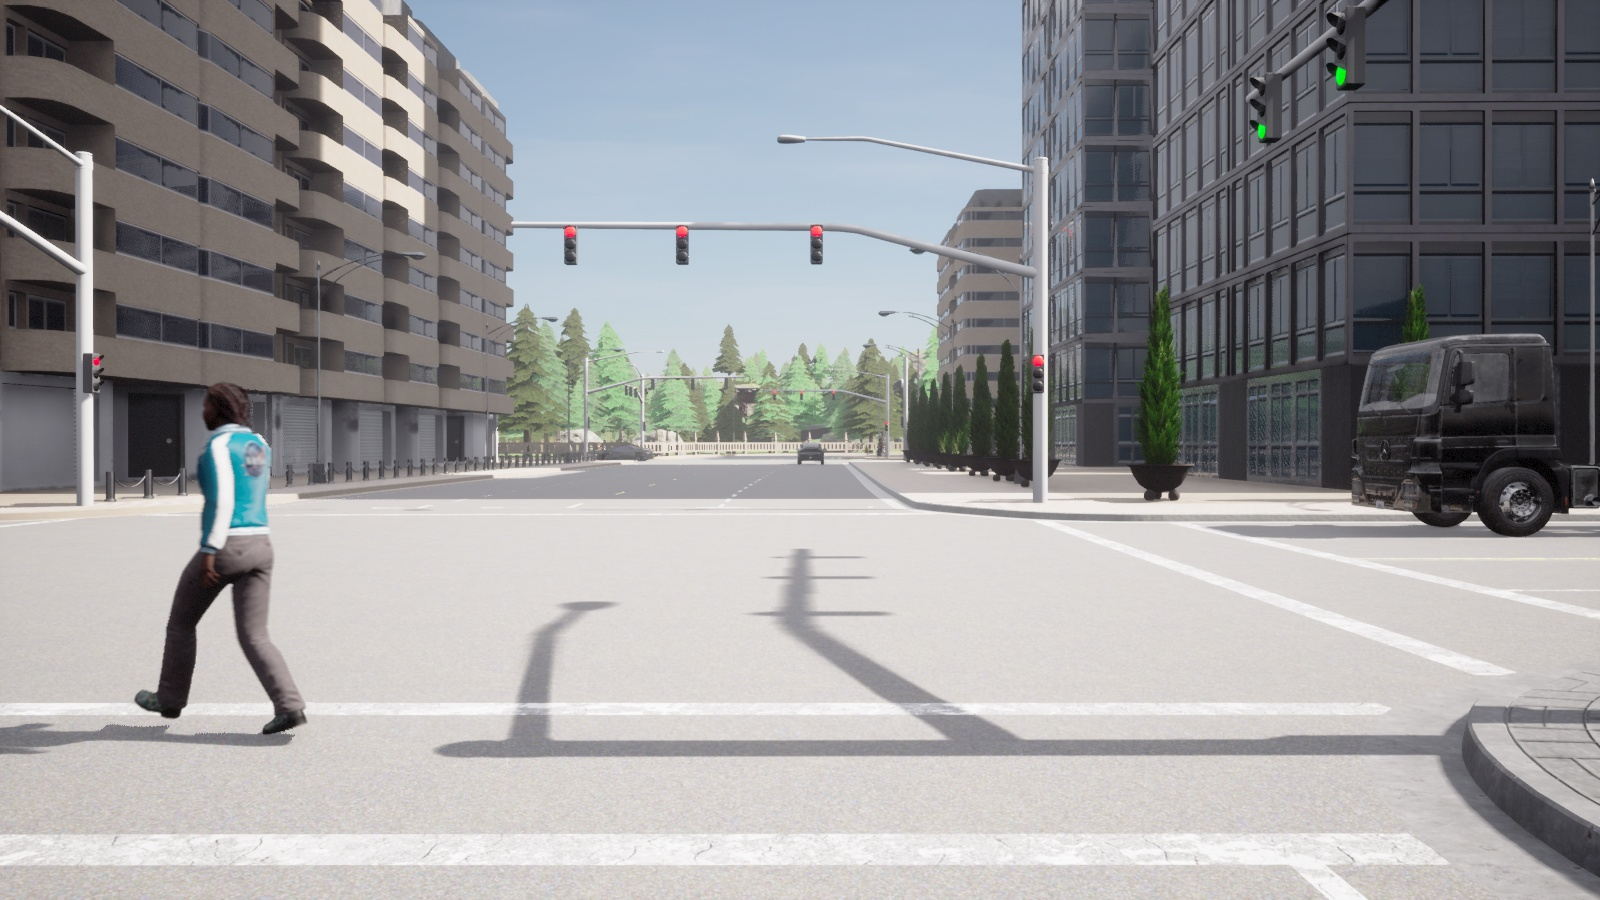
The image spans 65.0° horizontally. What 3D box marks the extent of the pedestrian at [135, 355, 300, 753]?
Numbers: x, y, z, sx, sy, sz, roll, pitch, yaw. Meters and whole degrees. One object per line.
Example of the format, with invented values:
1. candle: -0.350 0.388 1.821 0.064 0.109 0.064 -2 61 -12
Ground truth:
1. pedestrian: -2.966 0.502 6.404 0.692 1.930 0.396 0 0 22

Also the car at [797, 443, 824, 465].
1. car: 0.767 0.258 87.440 1.837 1.490 4.892 0 0 1

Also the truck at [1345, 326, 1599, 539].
1. truck: 14.069 -0.292 21.800 7.936 3.462 2.891 0 0 1
